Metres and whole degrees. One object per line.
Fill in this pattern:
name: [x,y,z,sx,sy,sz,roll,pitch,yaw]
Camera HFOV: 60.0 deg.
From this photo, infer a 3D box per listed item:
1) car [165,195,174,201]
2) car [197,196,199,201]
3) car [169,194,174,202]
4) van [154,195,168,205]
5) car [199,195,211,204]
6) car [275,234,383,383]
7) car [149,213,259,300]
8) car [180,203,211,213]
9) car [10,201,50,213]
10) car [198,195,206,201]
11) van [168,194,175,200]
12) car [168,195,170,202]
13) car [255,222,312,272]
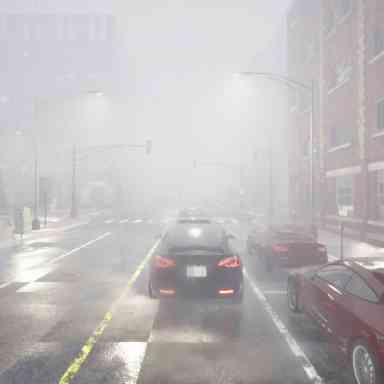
car: [-5.840,1.582,87.945,2.008,1.369,4.403,1,0,0]
car: [2.550,1.573,82.270,1.887,1.381,4.507,1,0,0]
car: [-5.820,1.607,76.641,1.802,1.307,4.206,1,0,0]
van: [-5.785,1.359,59.684,1.690,1.788,3.998,1,0,0]
car: [2.591,1.544,59.830,1.752,1.417,4.829,1,0,0]
car: [2.659,1.583,4.751,1.802,1.307,4.206,1,0,0]
car: [0.085,1.506,8.449,2.163,1.488,4.792,0,0,0]
car: [0.068,1.552,17.721,2.033,1.411,5.357,0,0,-1]
car: [-18.782,1.730,38.750,4.313,1.339,1.947,0,-1,0]
car: [2.540,1.597,87.921,1.947,1.339,4.313,1,0,0]
van: [-5.847,1.376,93.598,1.690,1.788,3.998,1,0,0]
car: [-5.799,1.602,65.336,1.802,1.307,4.206,1,0,0]
car: [2.818,1.585,10.407,1.802,1.307,4.206,1,0,0]
